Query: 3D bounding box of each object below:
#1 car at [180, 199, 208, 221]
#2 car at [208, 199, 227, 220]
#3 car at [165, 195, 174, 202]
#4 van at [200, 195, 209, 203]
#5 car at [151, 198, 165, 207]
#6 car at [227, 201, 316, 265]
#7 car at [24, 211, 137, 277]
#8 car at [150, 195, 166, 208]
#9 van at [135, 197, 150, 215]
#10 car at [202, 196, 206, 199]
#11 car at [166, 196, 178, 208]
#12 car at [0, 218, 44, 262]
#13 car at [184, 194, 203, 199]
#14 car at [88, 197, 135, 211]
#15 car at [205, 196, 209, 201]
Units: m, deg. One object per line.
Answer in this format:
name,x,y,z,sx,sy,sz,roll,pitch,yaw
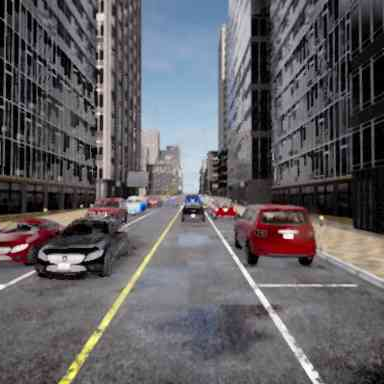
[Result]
car,0.093,1.560,27.562,1.837,1.490,4.892,0,0,0
car,2.698,1.498,28.478,1.967,1.590,4.097,1,0,0
car,-5.662,1.620,84.122,1.967,1.590,4.097,1,0,0
van,2.690,1.496,73.097,1.690,1.788,3.998,1,0,0
car,-5.658,1.684,56.245,1.947,1.339,4.313,1,0,0
car,2.705,1.339,11.747,2.192,1.841,5.009,1,0,0
car,-3.103,1.547,10.405,1.812,1.442,4.674,0,0,0
car,-5.652,1.420,50.671,2.192,1.841,5.009,1,0,0
van,-5.690,1.411,33.946,1.690,1.788,3.998,1,0,0
car,2.693,1.619,45.380,1.752,1.417,4.829,1,0,0
car,-3.084,1.655,51.699,2.033,1.411,5.357,0,0,0
car,-5.680,1.606,11.644,1.802,1.307,4.206,1,0,0
car,0.086,1.313,46.206,2.150,2.045,5.566,0,-1,0
car,-5.678,1.362,22.795,2.192,1.841,5.009,1,0,0
car,2.697,1.510,34.055,1.967,1.590,4.097,1,0,0
